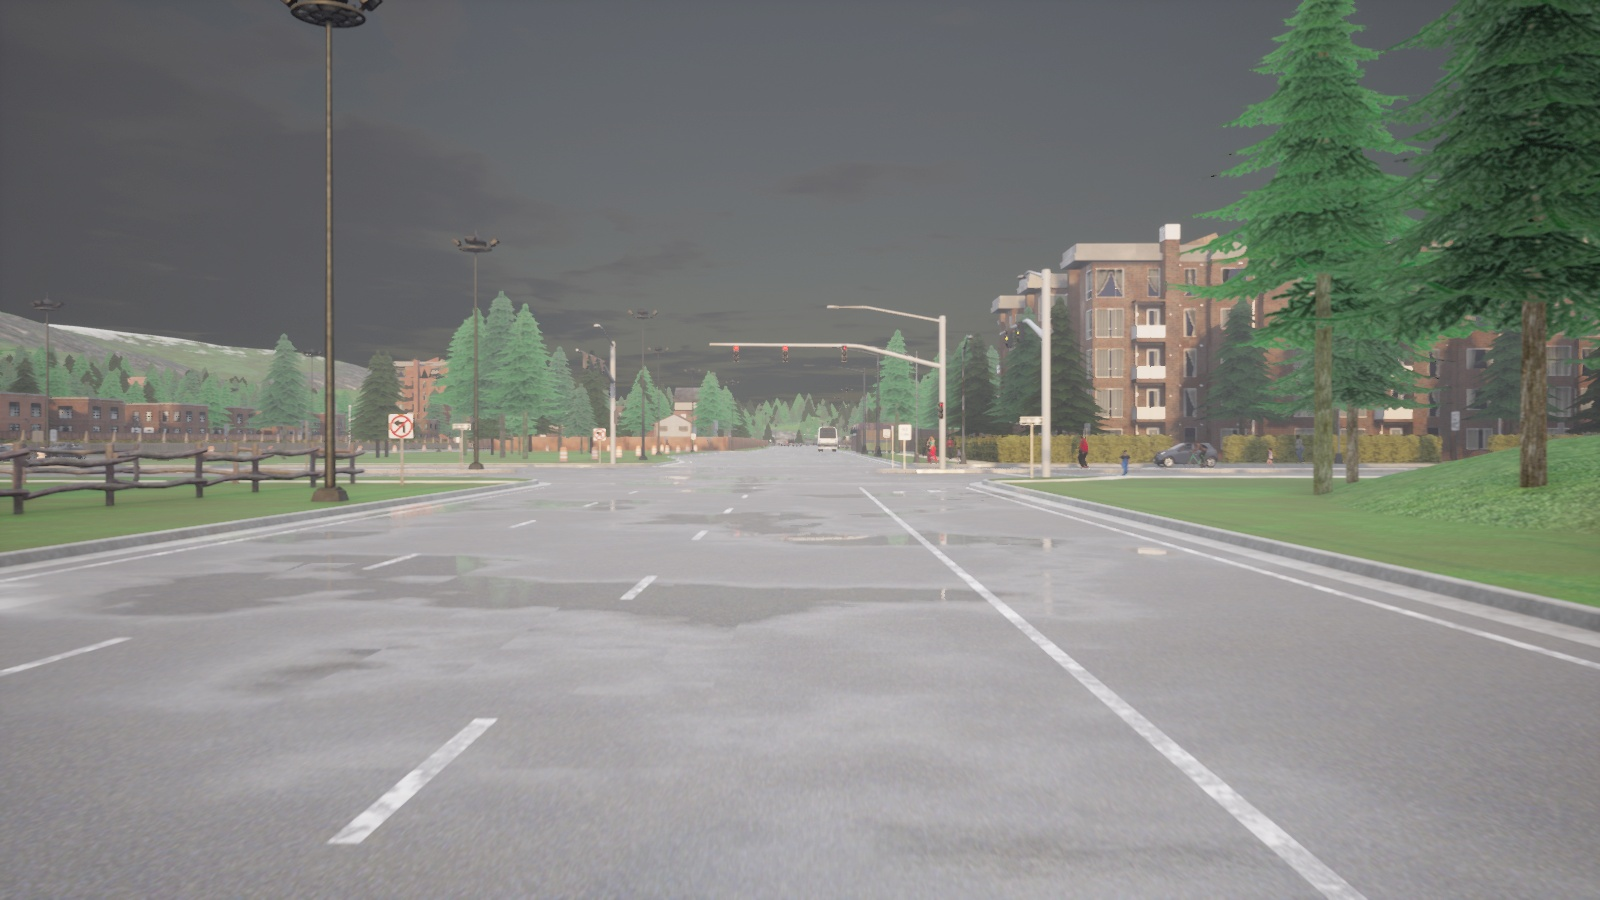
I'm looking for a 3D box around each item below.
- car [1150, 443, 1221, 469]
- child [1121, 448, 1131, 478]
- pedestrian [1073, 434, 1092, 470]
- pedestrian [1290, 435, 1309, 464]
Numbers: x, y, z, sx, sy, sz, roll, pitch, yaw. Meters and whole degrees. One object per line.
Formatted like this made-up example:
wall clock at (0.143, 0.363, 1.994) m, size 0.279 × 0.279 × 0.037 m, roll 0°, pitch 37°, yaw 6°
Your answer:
car at (22.909, 0.358, 74.679) m, size 3.633 × 1.501 × 1.845 m, roll 0°, pitch 0°, yaw 0°
child at (13.707, 0.539, 52.803) m, size 0.270 × 1.263 × 0.437 m, roll 0°, pitch 0°, yaw -9°
pedestrian at (14.626, 0.114, 65.028) m, size 0.899 × 1.844 × 0.634 m, roll 0°, pitch 0°, yaw 9°
pedestrian at (32.392, -0.047, 81.429) m, size 0.900 × 1.855 × 0.874 m, roll 0°, pitch 0°, yaw 0°
